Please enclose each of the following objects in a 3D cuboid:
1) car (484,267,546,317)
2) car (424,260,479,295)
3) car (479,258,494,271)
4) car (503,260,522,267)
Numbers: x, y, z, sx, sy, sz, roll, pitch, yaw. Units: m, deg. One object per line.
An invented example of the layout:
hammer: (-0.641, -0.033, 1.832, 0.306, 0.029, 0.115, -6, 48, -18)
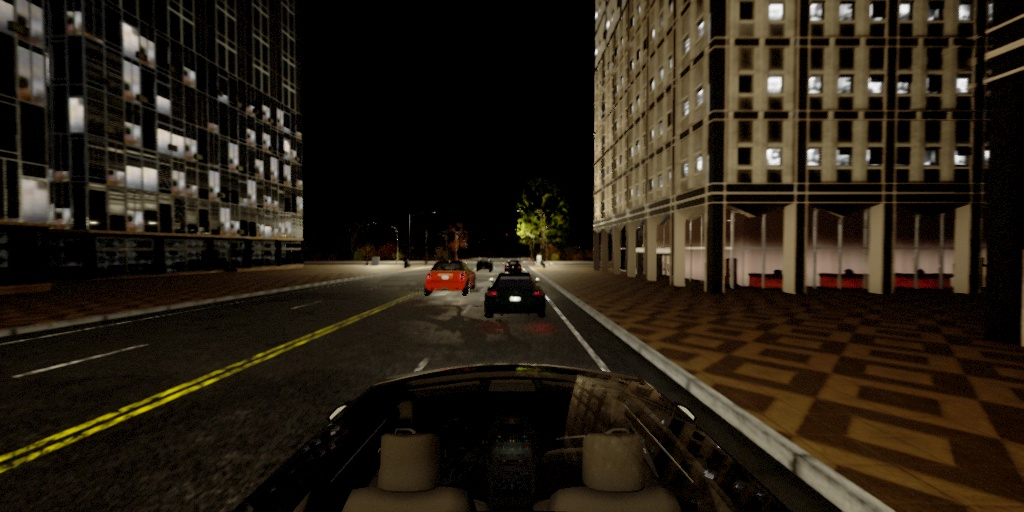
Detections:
car: (0.099, 1.257, 12.840, 1.994, 1.385, 4.181, 0, 0, 0)
car: (-3.153, 1.013, 19.057, 2.097, 1.767, 4.553, 0, 0, 0)
car: (-3.155, 1.019, 42.118, 2.128, 1.511, 4.902, 0, 0, 0)
car: (0.095, 1.107, 36.897, 2.033, 1.411, 5.357, 0, 0, 0)
